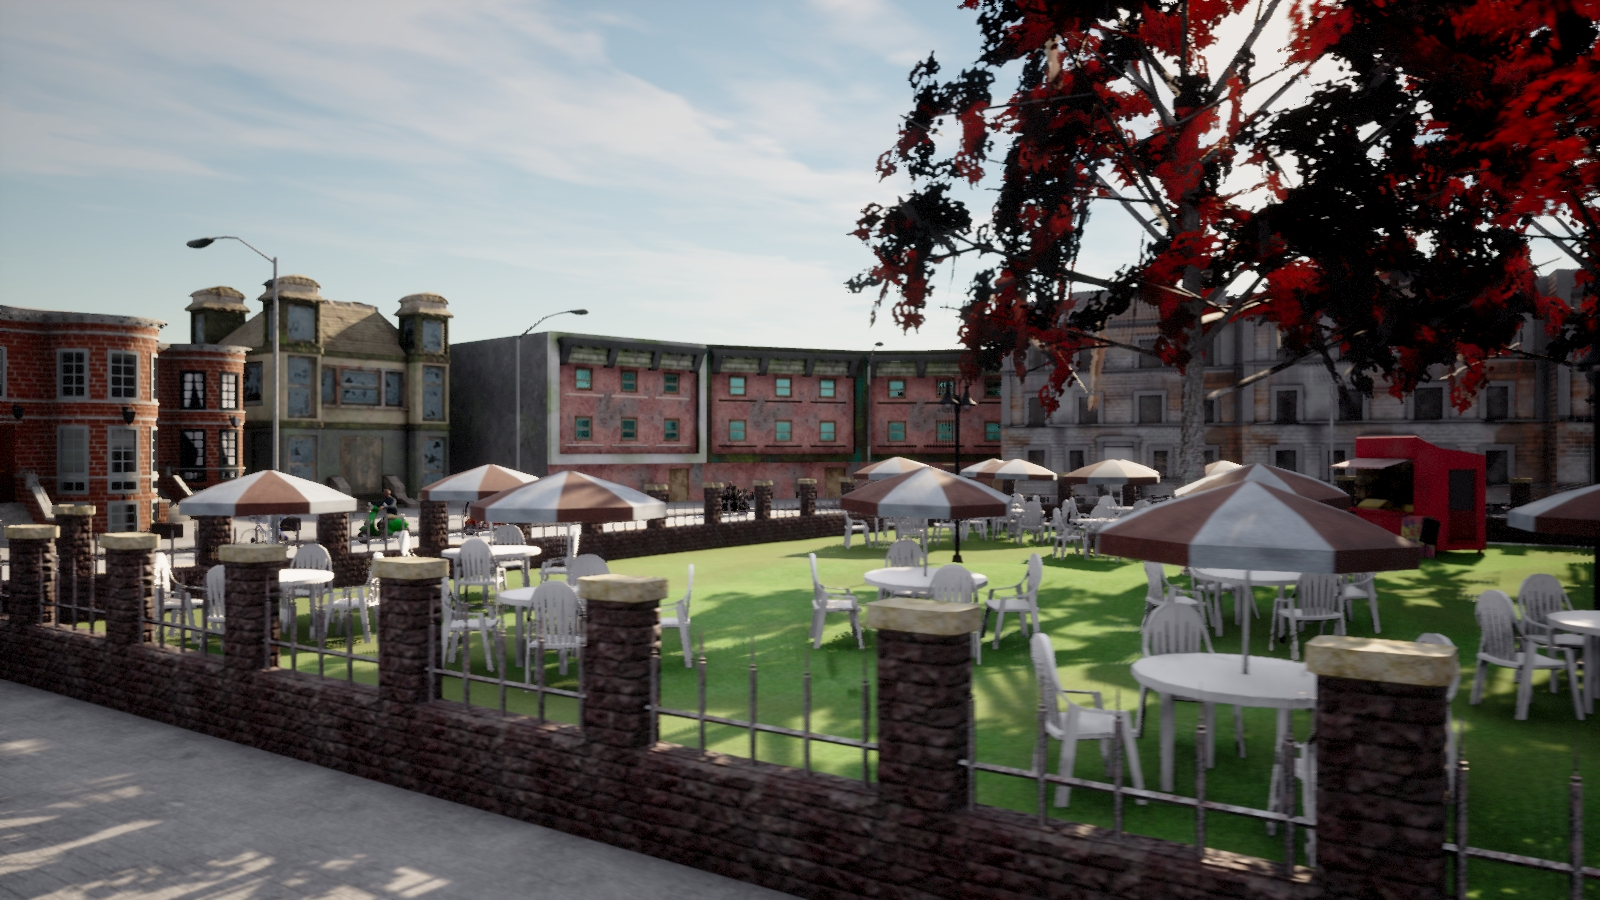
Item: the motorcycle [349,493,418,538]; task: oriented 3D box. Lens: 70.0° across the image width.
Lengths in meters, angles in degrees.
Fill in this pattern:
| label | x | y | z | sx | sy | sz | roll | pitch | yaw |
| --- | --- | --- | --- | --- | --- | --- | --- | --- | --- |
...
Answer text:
| label | x | y | z | sx | sy | sz | roll | pitch | yaw |
| --- | --- | --- | --- | --- | --- | --- | --- | --- | --- |
| motorcycle | -12.574 | 1.962 | 34.537 | 0.856 | 1.236 | 1.805 | 0 | 0 | 35 |
